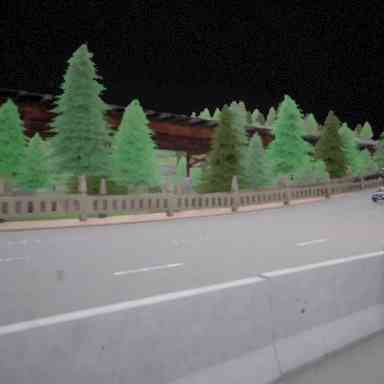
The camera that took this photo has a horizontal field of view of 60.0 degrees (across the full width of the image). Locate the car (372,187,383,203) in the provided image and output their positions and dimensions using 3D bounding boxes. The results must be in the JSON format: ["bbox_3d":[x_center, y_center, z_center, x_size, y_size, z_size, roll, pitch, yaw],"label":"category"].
[{"bbox_3d":[17.181,0.021,28.258,4.674,1.442,1.812,-7,5,-34],"label":"car"}]
